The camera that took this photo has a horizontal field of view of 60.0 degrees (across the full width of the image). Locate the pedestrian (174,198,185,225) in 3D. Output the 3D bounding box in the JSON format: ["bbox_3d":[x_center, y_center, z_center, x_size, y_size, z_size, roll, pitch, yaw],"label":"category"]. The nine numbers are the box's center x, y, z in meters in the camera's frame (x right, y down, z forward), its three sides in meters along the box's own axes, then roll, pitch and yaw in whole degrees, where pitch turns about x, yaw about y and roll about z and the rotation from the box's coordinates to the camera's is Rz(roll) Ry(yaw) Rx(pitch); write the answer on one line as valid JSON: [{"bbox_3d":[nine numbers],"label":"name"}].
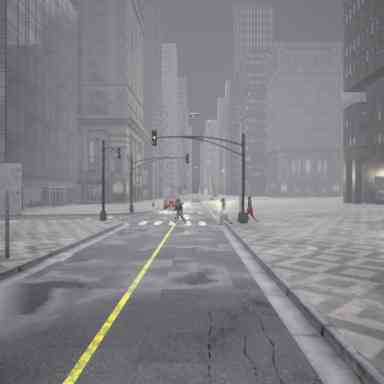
[{"bbox_3d":[-0.873,1.298,22.824,0.375,1.860,0.375,0,0,1],"label":"pedestrian"}]

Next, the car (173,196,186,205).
[{"bbox_3d":[-2.285,1.510,60.741,2.128,1.511,4.902,0,0,1],"label":"car"}]

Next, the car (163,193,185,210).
[{"bbox_3d":[-2.518,1.222,44.230,2.150,2.045,5.566,0,1,2],"label":"car"}]

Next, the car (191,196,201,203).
[{"bbox_3d":[0.878,1.572,68.042,2.033,1.411,5.357,0,0,1],"label":"car"}]

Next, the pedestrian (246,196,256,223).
[{"bbox_3d":[3.879,1.145,22.141,0.375,1.860,0.375,0,0,1],"label":"pedestrian"}]

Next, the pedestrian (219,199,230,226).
[{"bbox_3d":[2.086,1.275,21.565,0.375,1.860,0.375,0,0,1],"label":"pedestrian"}]
